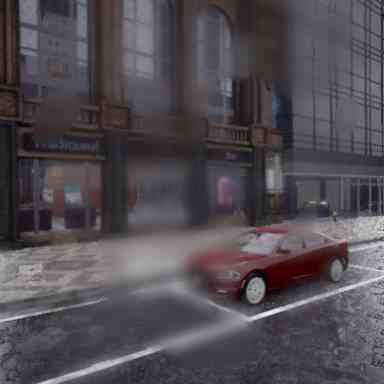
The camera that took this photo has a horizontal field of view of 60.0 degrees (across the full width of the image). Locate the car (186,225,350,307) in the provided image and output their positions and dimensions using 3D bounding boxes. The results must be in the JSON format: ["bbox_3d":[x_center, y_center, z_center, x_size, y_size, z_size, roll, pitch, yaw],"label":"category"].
[{"bbox_3d":[1.932,1.515,7.913,4.507,1.381,1.887,0,0,-35],"label":"car"}]
